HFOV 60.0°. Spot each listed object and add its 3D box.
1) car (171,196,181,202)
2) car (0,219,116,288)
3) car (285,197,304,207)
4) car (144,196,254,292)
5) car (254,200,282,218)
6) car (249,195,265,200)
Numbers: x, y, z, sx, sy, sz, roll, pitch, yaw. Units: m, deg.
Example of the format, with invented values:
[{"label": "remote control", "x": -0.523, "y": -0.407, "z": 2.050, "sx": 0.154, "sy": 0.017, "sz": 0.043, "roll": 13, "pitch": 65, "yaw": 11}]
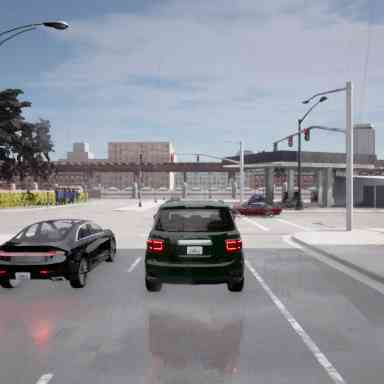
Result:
[{"label": "car", "x": -3.630, "y": 1.552, "z": 74.542, "sx": 1.994, "sy": 1.385, "sz": 4.181, "roll": 0, "pitch": 0, "yaw": 0}, {"label": "car", "x": -3.436, "y": 1.492, "z": 9.194, "sx": 2.128, "sy": 1.511, "sz": 4.902, "roll": 0, "pitch": 0, "yaw": 0}, {"label": "car", "x": 15.368, "y": 1.456, "z": 50.073, "sx": 1.970, "sy": 1.475, "sz": 3.806, "roll": 0, "pitch": 0, "yaw": 0}, {"label": "car", "x": 0.069, "y": 1.221, "z": 9.112, "sx": 2.150, "sy": 2.045, "sz": 5.566, "roll": 0, "pitch": 0, "yaw": 0}, {"label": "car", "x": 5.514, "y": 1.601, "z": 29.587, "sx": 4.718, "sy": 1.301, "sz": 1.895, "roll": 0, "pitch": 0, "yaw": 11}, {"label": "car", "x": 9.624, "y": 1.295, "z": 49.301, "sx": 2.242, "sy": 1.667, "sz": 4.611, "roll": 0, "pitch": 0, "yaw": 0}]
